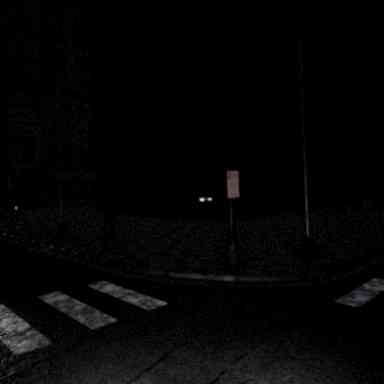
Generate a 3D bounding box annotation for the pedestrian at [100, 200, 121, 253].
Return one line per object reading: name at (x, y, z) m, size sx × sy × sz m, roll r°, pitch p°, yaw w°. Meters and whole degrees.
pedestrian at (-2.770, 1.090, 11.256) m, size 0.375 × 1.860 × 0.375 m, roll -1°, pitch -1°, yaw -45°
